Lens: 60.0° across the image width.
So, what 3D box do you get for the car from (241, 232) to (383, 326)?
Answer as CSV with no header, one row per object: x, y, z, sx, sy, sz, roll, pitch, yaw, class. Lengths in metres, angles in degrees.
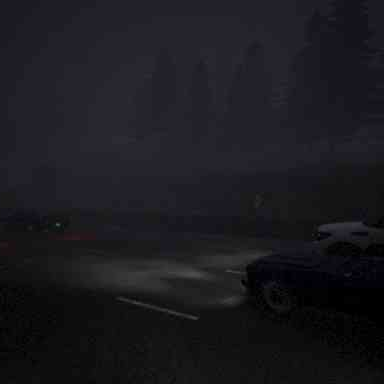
3.309,1.605,5.932,4.718,1.301,1.895,0,0,36,car

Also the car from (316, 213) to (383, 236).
5.927,1.221,8.364,5.566,2.045,2.150,-1,0,36,car

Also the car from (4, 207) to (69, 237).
-9.142,1.599,19.118,5.008,1.535,1.882,0,0,36,car

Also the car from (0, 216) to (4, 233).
-11.641,1.725,16.600,4.718,1.301,1.895,0,0,36,car
